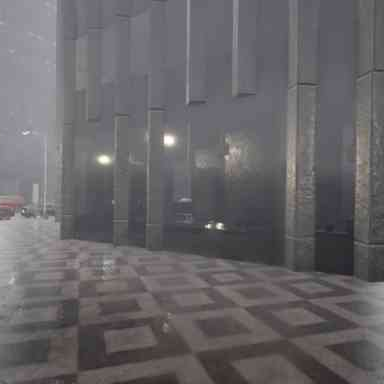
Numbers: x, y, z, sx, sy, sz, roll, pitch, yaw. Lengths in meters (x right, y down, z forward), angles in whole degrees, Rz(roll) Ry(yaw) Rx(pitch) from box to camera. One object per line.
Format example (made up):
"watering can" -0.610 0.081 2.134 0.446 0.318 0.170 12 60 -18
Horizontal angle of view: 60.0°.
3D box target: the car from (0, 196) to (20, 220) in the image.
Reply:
"car" -17.051 1.463 26.664 2.192 1.841 5.009 1 0 35

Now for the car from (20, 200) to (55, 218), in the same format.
"car" -13.785 1.742 31.265 1.947 1.339 4.313 1 0 35

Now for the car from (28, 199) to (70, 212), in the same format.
"car" -17.459 1.633 40.810 1.947 1.339 4.313 1 0 35

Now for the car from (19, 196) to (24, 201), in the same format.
"car" -20.725 1.353 36.210 2.192 1.841 5.009 1 0 35
